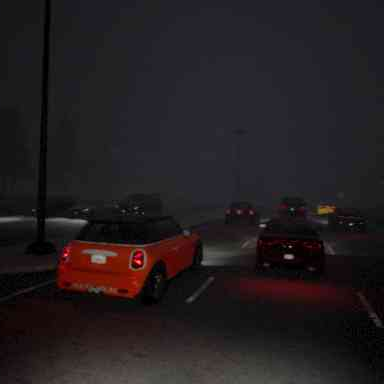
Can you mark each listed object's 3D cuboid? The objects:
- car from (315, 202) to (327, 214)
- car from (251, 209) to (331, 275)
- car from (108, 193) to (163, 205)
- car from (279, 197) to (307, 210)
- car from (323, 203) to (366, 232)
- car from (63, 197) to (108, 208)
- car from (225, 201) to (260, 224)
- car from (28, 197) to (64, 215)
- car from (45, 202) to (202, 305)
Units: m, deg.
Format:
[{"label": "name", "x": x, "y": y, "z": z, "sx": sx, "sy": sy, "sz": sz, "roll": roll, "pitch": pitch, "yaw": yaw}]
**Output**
[{"label": "car", "x": 15.237, "y": 1.925, "z": 38.078, "sx": 1.882, "sy": 1.535, "sz": 5.008, "roll": 2, "pitch": 0, "yaw": 17}, {"label": "car", "x": 3.276, "y": 1.572, "z": 11.145, "sx": 1.882, "sy": 1.535, "sz": 5.008, "roll": 2, "pitch": 0, "yaw": 17}, {"label": "car", "x": -4.139, "y": 1.084, "z": 26.793, "sx": 2.150, "sy": 2.045, "sz": 5.566, "roll": 2, "pitch": 0, "yaw": 17}, {"label": "car", "x": 8.767, "y": 1.476, "z": 28.978, "sx": 2.150, "sy": 2.045, "sz": 5.566, "roll": 2, "pitch": 0, "yaw": 17}, {"label": "car", "x": 10.511, "y": 1.801, "z": 22.791, "sx": 2.128, "sy": 1.511, "sz": 4.902, "roll": 2, "pitch": 0, "yaw": 17}, {"label": "car", "x": -7.844, "y": 1.277, "z": 26.668, "sx": 1.812, "sy": 1.442, "sz": 4.674, "roll": 2, "pitch": 0, "yaw": 17}, {"label": "car", "x": 3.928, "y": 1.461, "z": 25.177, "sx": 2.097, "sy": 1.767, "sz": 4.553, "roll": 2, "pitch": 0, "yaw": 17}, {"label": "car", "x": -11.258, "y": 1.139, "z": 27.490, "sx": 2.128, "sy": 1.511, "sz": 4.902, "roll": 2, "pitch": 0, "yaw": 17}, {"label": "car", "x": -1.184, "y": 1.312, "z": 8.360, "sx": 2.097, "sy": 1.767, "sz": 4.553, "roll": 2, "pitch": 0, "yaw": 16}]
